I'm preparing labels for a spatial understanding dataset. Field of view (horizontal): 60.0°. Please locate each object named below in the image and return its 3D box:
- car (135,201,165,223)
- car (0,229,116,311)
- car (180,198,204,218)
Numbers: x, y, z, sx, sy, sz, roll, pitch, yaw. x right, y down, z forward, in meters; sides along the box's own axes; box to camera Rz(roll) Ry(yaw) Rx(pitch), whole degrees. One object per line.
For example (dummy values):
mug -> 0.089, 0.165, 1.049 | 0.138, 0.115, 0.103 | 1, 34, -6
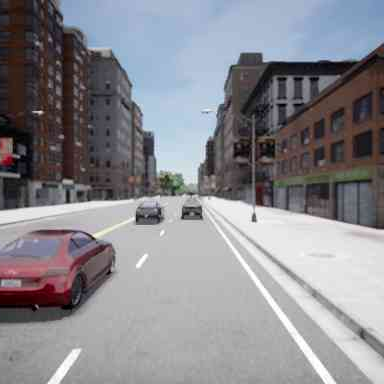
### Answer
car -> -3.148, 1.458, 25.507 | 2.128, 1.511, 4.902 | 0, 0, 0
car -> -3.150, 1.555, 7.813 | 1.994, 1.385, 4.181 | 0, 0, 0
car -> 0.015, 1.523, 29.368 | 1.837, 1.490, 4.892 | 0, 0, 0
